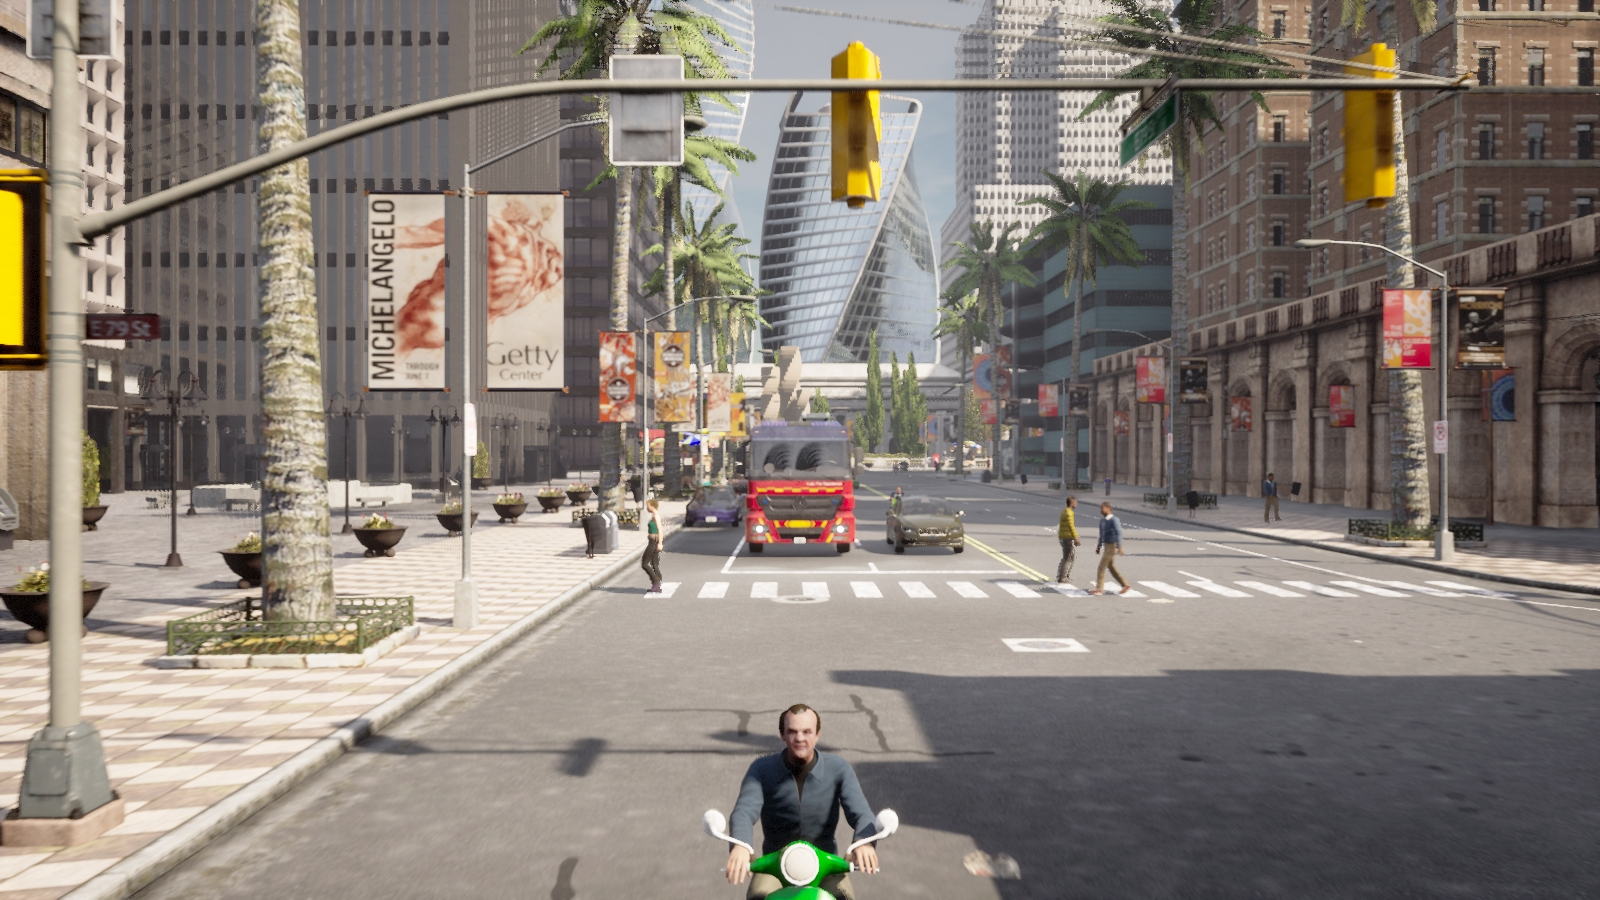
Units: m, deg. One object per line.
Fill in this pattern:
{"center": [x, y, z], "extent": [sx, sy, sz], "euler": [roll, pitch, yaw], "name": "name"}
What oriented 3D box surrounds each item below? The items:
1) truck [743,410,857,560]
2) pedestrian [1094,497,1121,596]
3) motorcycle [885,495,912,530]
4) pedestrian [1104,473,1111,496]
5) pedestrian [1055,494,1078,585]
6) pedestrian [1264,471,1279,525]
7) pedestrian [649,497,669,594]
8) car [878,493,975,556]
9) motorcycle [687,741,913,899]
{"center": [0.006, 0.887, 33.278], "extent": [2.891, 3.827, 8.468], "euler": [0, 0, 0], "name": "truck"}
{"center": [5.890, 1.846, 21.899], "extent": [0.375, 1.860, 0.375], "euler": [0, 0, -9], "name": "pedestrian"}
{"center": [3.500, 2.208, 40.699], "extent": [0.803, 1.145, 2.033], "euler": [0, 0, 0], "name": "motorcycle"}
{"center": [17.395, 1.969, 64.580], "extent": [0.375, 1.300, 0.375], "euler": [0, 0, 12], "name": "pedestrian"}
{"center": [5.512, 1.846, 23.621], "extent": [0.375, 1.860, 0.375], "euler": [0, 0, -2], "name": "pedestrian"}
{"center": [16.647, 1.692, 40.334], "extent": [0.375, 1.860, 0.375], "euler": [0, 0, -8], "name": "pedestrian"}
{"center": [-2.732, 1.846, 22.158], "extent": [0.375, 1.860, 0.375], "euler": [0, 0, -4], "name": "pedestrian"}
{"center": [3.500, 2.057, 32.466], "extent": [2.231, 1.480, 4.892], "euler": [0, 0, 0], "name": "car"}
{"center": [0.000, 2.181, 5.236], "extent": [0.856, 1.236, 1.805], "euler": [0, 0, 0], "name": "motorcycle"}
